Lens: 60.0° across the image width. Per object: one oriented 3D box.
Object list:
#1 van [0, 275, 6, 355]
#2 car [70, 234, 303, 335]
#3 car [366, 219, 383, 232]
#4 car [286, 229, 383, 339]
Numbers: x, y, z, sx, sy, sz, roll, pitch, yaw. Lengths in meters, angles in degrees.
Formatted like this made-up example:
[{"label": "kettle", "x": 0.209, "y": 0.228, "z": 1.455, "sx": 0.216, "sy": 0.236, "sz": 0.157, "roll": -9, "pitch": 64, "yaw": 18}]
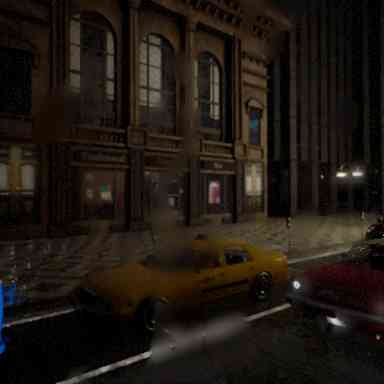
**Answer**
[{"label": "van", "x": -4.194, "y": 1.400, "z": 3.482, "sx": 3.998, "sy": 1.788, "sz": 1.690, "roll": 0, "pitch": 0, "yaw": -38}, {"label": "car", "x": 0.061, "y": 1.587, "z": 6.858, "sx": 4.829, "sy": 1.417, "sz": 1.752, "roll": 0, "pitch": 0, "yaw": -38}, {"label": "car", "x": 8.969, "y": 1.508, "z": 13.931, "sx": 4.097, "sy": 1.590, "sz": 1.967, "roll": 0, "pitch": 0, "yaw": -38}, {"label": "car", "x": 3.881, "y": 1.635, "z": 6.366, "sx": 4.718, "sy": 1.301, "sz": 1.895, "roll": 0, "pitch": -1, "yaw": -38}]
